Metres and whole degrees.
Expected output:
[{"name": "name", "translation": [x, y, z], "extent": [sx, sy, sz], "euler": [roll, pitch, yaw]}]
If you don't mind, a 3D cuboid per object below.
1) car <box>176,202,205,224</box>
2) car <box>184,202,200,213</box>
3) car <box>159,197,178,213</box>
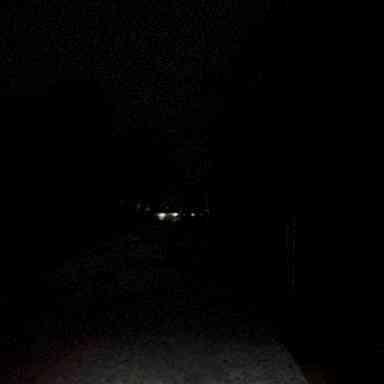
[{"name": "car", "translation": [0.054, 1.667, 25.620], "extent": [2.033, 1.411, 5.357], "euler": [0, -1, 0]}, {"name": "car", "translation": [-0.021, 1.975, 42.291], "extent": [1.895, 1.301, 4.718], "euler": [0, -1, 0]}, {"name": "car", "translation": [-2.960, 1.613, 42.977], "extent": [2.150, 2.045, 5.566], "euler": [0, -1, 0]}]
